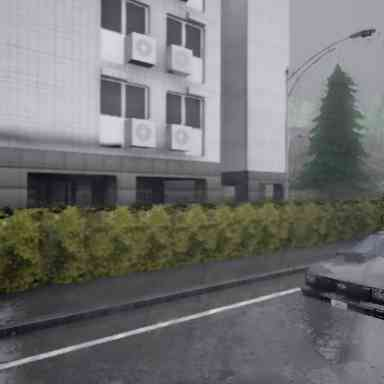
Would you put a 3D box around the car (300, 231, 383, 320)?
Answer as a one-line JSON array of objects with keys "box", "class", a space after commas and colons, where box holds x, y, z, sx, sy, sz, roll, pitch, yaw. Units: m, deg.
[{"box": [4.746, 1.584, 7.340, 5.357, 1.411, 2.033, 0, 0, -35], "class": "car"}]
